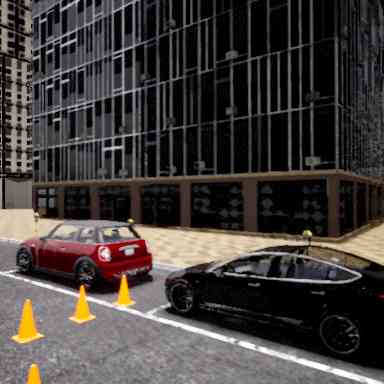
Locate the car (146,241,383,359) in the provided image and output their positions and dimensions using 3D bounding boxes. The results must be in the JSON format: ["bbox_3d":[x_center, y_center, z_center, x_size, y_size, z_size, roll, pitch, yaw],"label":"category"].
[{"bbox_3d":[1.488,1.605,5.942,4.313,1.339,1.947,0,-1,36],"label":"car"}]

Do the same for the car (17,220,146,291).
[{"bbox_3d":[-3.104,1.492,9.256,4.097,1.590,1.967,0,-1,36],"label":"car"}]

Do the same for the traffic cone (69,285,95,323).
[{"bbox_3d":[-1.988,1.989,6.019,0.340,0.580,0.340,0,0,36],"label":"traffic cone"}]

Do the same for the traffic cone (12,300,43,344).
[{"bbox_3d":[-2.572,1.984,5.207,0.340,0.580,0.340,0,0,36],"label":"traffic cone"}]

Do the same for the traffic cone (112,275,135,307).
[{"bbox_3d":[-1.402,1.995,6.829,0.340,0.580,0.340,0,0,36],"label":"traffic cone"}]

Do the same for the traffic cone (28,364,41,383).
[{"bbox_3d":[-1.536,1.974,3.227,0.340,0.580,0.340,0,0,36],"label":"traffic cone"}]
